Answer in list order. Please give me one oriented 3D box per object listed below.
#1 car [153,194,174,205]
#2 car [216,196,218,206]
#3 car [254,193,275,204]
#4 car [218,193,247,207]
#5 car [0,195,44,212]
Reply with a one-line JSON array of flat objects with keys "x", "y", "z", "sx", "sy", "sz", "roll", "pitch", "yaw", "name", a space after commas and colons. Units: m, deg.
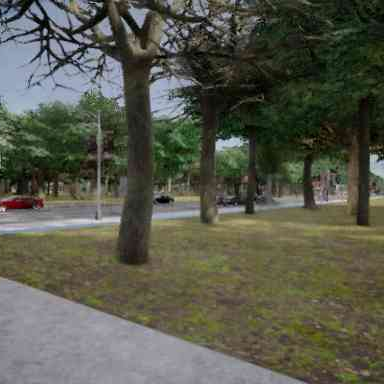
[{"x": -4.741, "y": 1.095, "z": 48.463, "sx": 1.882, "sy": 1.535, "sz": 5.008, "roll": 1, "pitch": 1, "yaw": 36, "name": "car"}, {"x": 3.993, "y": 1.277, "z": 49.201, "sx": 2.033, "sy": 1.411, "sz": 5.357, "roll": 1, "pitch": 1, "yaw": 36, "name": "car"}, {"x": 11.992, "y": 1.302, "z": 54.758, "sx": 1.837, "sy": 1.490, "sz": 4.892, "roll": 1, "pitch": 1, "yaw": 36, "name": "car"}, {"x": 6.045, "y": 1.281, "z": 46.511, "sx": 1.837, "sy": 1.490, "sz": 4.892, "roll": 1, "pitch": 1, "yaw": 37, "name": "car"}, {"x": -16.845, "y": 1.054, "z": 31.871, "sx": 1.882, "sy": 1.535, "sz": 5.008, "roll": 1, "pitch": 0, "yaw": 36, "name": "car"}]
